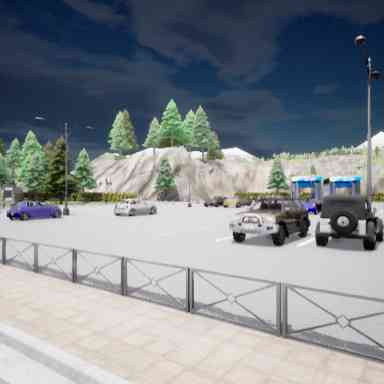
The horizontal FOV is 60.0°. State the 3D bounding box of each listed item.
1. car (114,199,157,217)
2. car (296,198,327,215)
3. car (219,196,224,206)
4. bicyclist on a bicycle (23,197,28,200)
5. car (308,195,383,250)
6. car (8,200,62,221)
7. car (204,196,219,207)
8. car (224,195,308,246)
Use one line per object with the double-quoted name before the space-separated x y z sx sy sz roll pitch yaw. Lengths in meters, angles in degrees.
"car" -4.883 1.368 29.225 1.970 1.475 3.806 0 0 35
"car" 11.263 1.303 31.211 1.845 1.501 3.633 0 0 35
"car" 6.074 1.316 44.337 2.152 1.636 5.027 0 0 35
"bicyclist on a bicycle" -17.238 1.291 34.460 1.656 1.620 0.582 0 0 35
"car" 6.038 1.058 12.661 1.905 1.878 3.866 0 0 35
"car" -11.618 1.357 24.914 1.845 1.501 3.633 0 0 35
"car" 3.490 1.326 46.116 2.007 1.523 4.514 0 0 35
"car" 3.433 1.079 14.012 1.932 1.855 4.605 0 0 35
